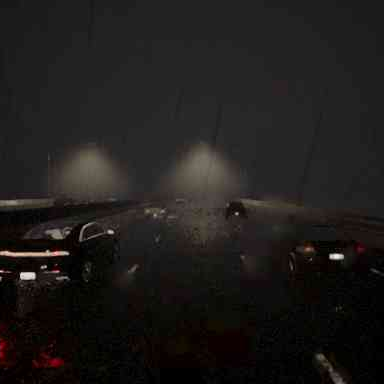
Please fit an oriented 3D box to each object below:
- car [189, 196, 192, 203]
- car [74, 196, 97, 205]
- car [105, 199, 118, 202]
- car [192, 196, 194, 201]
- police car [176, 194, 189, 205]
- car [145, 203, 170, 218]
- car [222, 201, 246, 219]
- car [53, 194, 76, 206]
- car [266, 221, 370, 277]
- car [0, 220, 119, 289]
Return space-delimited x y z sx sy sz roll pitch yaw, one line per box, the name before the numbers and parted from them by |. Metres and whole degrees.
car | -1.718 1.574 78.469 2.150 2.045 5.566 0 0 3
car | -16.738 1.706 53.433 1.837 1.490 4.892 0 0 2
car | -13.195 1.773 54.690 1.994 1.385 4.181 0 0 2
car | -1.177 1.878 89.583 1.801 1.575 5.366 0 0 3
police car | -2.182 1.793 67.480 2.038 1.542 4.974 0 0 2
car | -3.119 1.707 30.868 1.895 1.301 4.718 0 0 1
car | 3.886 1.614 30.915 1.837 1.490 4.892 0 0 1
car | -20.233 1.421 53.465 2.150 2.045 5.566 0 0 2
car | 3.639 1.597 10.339 1.994 1.385 4.181 0 0 0
car | -3.367 1.519 9.273 2.128 1.511 4.902 0 0 0
